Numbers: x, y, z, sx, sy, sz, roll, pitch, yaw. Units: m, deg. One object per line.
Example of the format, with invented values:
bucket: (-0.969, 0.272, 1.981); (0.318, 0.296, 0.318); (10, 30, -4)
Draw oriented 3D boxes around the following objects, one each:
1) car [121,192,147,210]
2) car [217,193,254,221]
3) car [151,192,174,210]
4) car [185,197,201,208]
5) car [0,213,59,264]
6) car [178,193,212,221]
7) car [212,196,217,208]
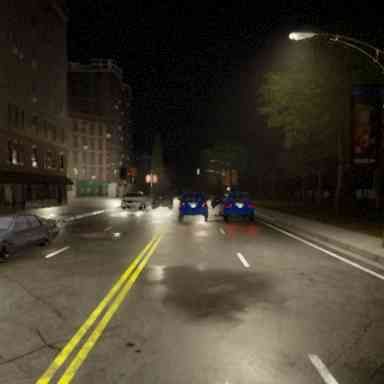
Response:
car: (-6.549, 0.969, 38.035); (2.150, 2.045, 5.566); (0, 0, 0)
car: (3.355, 1.054, 25.587); (2.150, 2.045, 5.566); (0, 1, 1)
car: (-3.299, 0.969, 38.023); (2.150, 2.045, 5.566); (0, 0, 0)
car: (0.146, 1.315, 42.350); (1.895, 1.301, 4.718); (0, 0, 0)
car: (-6.558, 1.471, 11.754); (2.033, 1.411, 5.357); (0, 0, 0)
car: (0.112, 1.052, 25.740); (2.150, 2.045, 5.566); (0, 0, 0)
car: (3.392, 1.219, 42.557); (1.837, 1.490, 4.892); (0, 1, 0)
